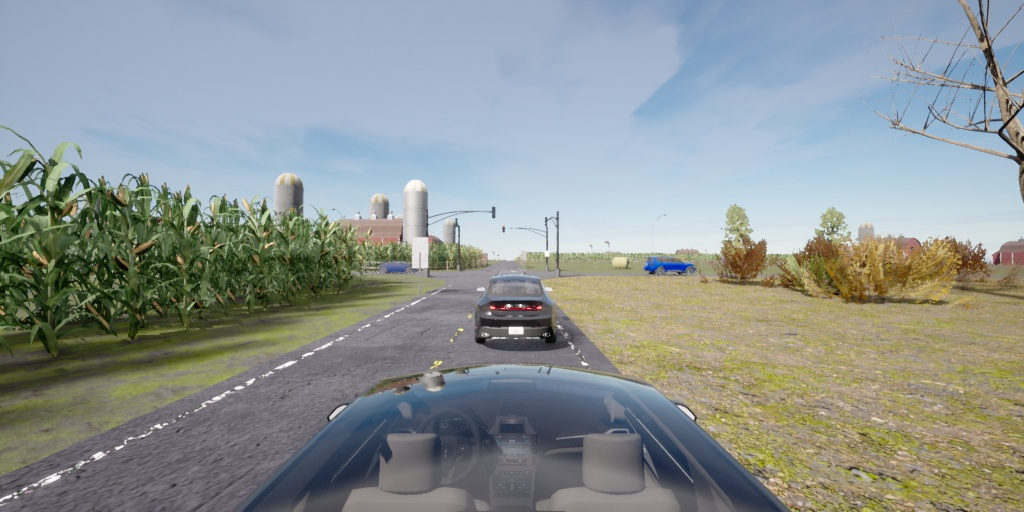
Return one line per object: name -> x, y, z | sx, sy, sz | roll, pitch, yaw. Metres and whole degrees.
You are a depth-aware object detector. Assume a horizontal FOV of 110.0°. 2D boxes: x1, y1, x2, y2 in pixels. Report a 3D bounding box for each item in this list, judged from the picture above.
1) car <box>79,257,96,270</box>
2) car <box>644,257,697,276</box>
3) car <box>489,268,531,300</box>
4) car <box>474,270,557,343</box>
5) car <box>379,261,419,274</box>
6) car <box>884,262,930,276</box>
car -> -41.974, 0.883, 36.418 | 5.008, 1.535, 1.882 | 0, -1, -3
car -> 17.606, 1.125, 40.066 | 5.566, 2.045, 2.150 | 1, -1, -4
car -> 0.030, 1.360, 18.801 | 1.895, 1.301, 4.718 | 0, 0, 4
car -> 0.078, 1.259, 9.649 | 1.837, 1.490, 4.892 | 0, 0, 0
car -> -11.919, 1.209, 38.103 | 4.181, 1.385, 1.994 | 0, -1, -3
car -> 46.204, 1.529, 42.243 | 4.553, 1.767, 2.097 | 1, -1, -5
